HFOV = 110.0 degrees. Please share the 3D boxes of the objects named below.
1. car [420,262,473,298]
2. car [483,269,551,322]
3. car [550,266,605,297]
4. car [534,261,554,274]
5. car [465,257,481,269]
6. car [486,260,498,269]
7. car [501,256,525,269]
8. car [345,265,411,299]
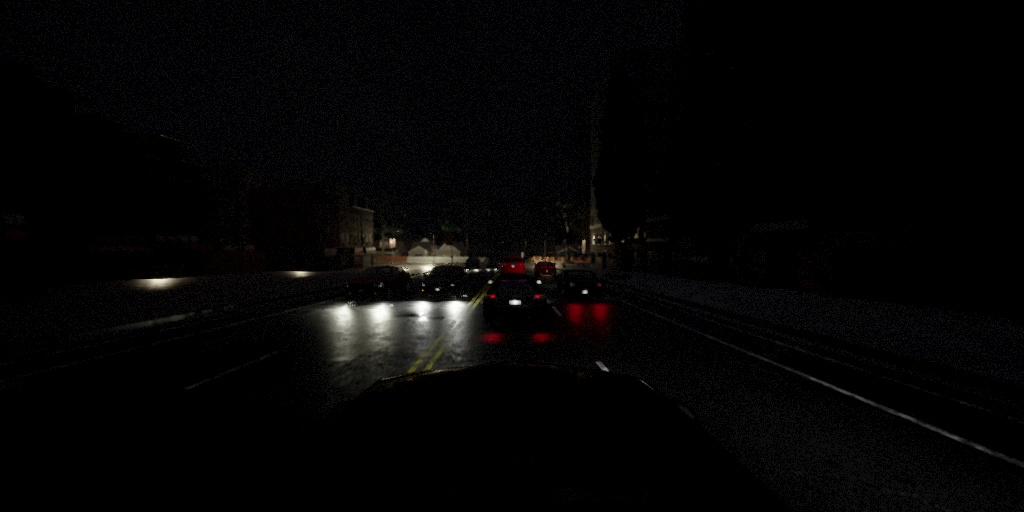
[{"bbox_3d":[-3.352,1.257,18.573,1.837,1.490,4.892,0,0,0],"label":"car"},{"bbox_3d":[0.094,1.312,12.365,1.994,1.385,4.181,0,0,0],"label":"car"},{"bbox_3d":[3.345,1.353,18.636,1.895,1.301,4.718,0,0,0],"label":"car"},{"bbox_3d":[3.343,1.265,36.698,1.882,1.535,5.008,0,0,0],"label":"car"},{"bbox_3d":[-6.547,1.124,60.417,2.150,2.045,5.566,0,0,1],"label":"car"},{"bbox_3d":[-3.291,1.452,60.829,2.033,1.411,5.357,0,0,1],"label":"car"},{"bbox_3d":[0.092,1.002,34.335,2.150,2.045,5.566,0,0,0],"label":"car"},{"bbox_3d":[-6.601,1.230,18.162,1.882,1.535,5.008,0,0,0],"label":"car"}]
